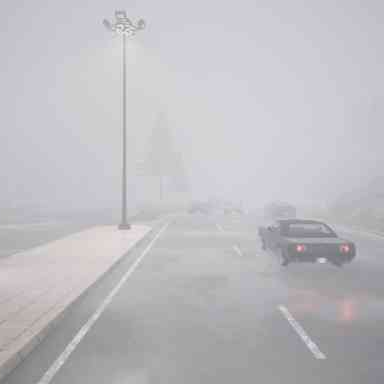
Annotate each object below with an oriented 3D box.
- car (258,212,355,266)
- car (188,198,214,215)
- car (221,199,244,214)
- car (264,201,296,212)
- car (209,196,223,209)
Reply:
[{"bbox_3d":[3.597,1.601,11.445,1.895,1.301,4.718,0,0,0],"label":"car"},{"bbox_3d":[0.866,1.601,34.383,1.895,1.301,4.718,0,0,8],"label":"car"},{"bbox_3d":[4.458,1.601,34.955,1.895,1.301,4.718,0,0,9],"label":"car"},{"bbox_3d":[7.256,1.478,27.741,1.882,1.535,5.008,0,0,2],"label":"car"},{"bbox_3d":[3.288,1.352,44.393,2.097,1.767,4.553,0,0,16],"label":"car"}]
